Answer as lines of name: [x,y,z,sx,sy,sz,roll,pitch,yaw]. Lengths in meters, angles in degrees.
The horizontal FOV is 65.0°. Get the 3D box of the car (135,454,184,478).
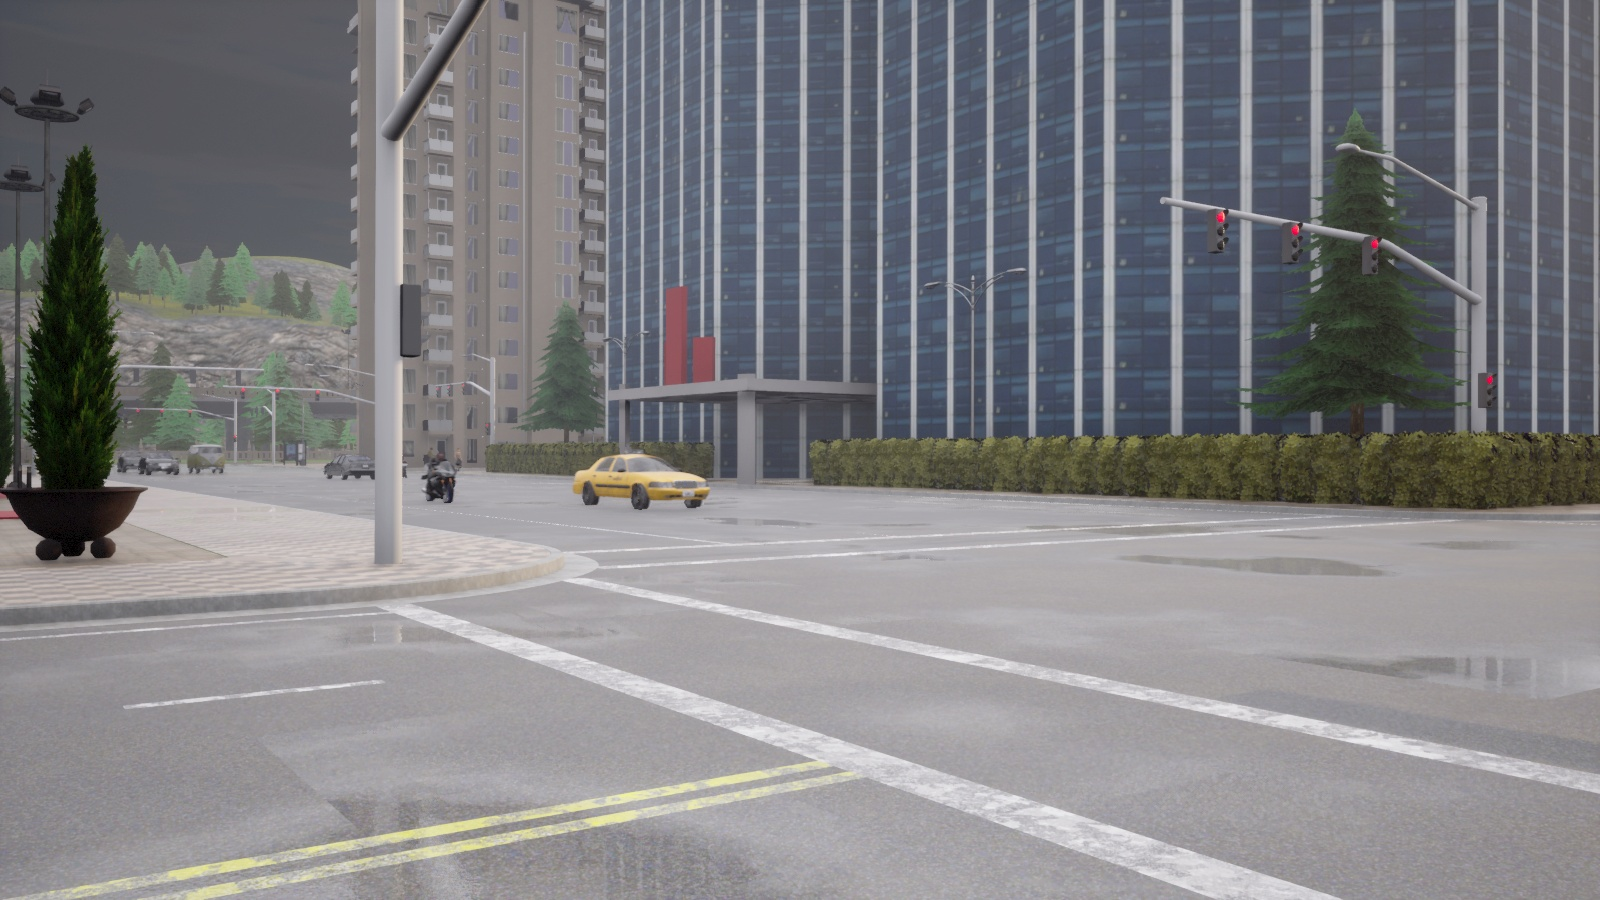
car: [-40.488,0.981,79.332,2.128,1.511,4.902,0,0,-35]

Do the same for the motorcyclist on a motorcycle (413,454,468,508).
motorcyclist on a motorcycle: [-10.601,0.893,36.973,0.866,1.530,2.191,0,0,-35]

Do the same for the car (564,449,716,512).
car: [-4.474,0.777,34.358,1.801,1.575,5.366,0,0,-35]

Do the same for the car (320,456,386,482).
car: [-24.587,1.013,68.936,2.033,1.411,5.357,0,0,-35]

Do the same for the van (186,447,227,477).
van: [-40.101,0.790,84.854,1.775,1.987,4.442,0,0,-35]
